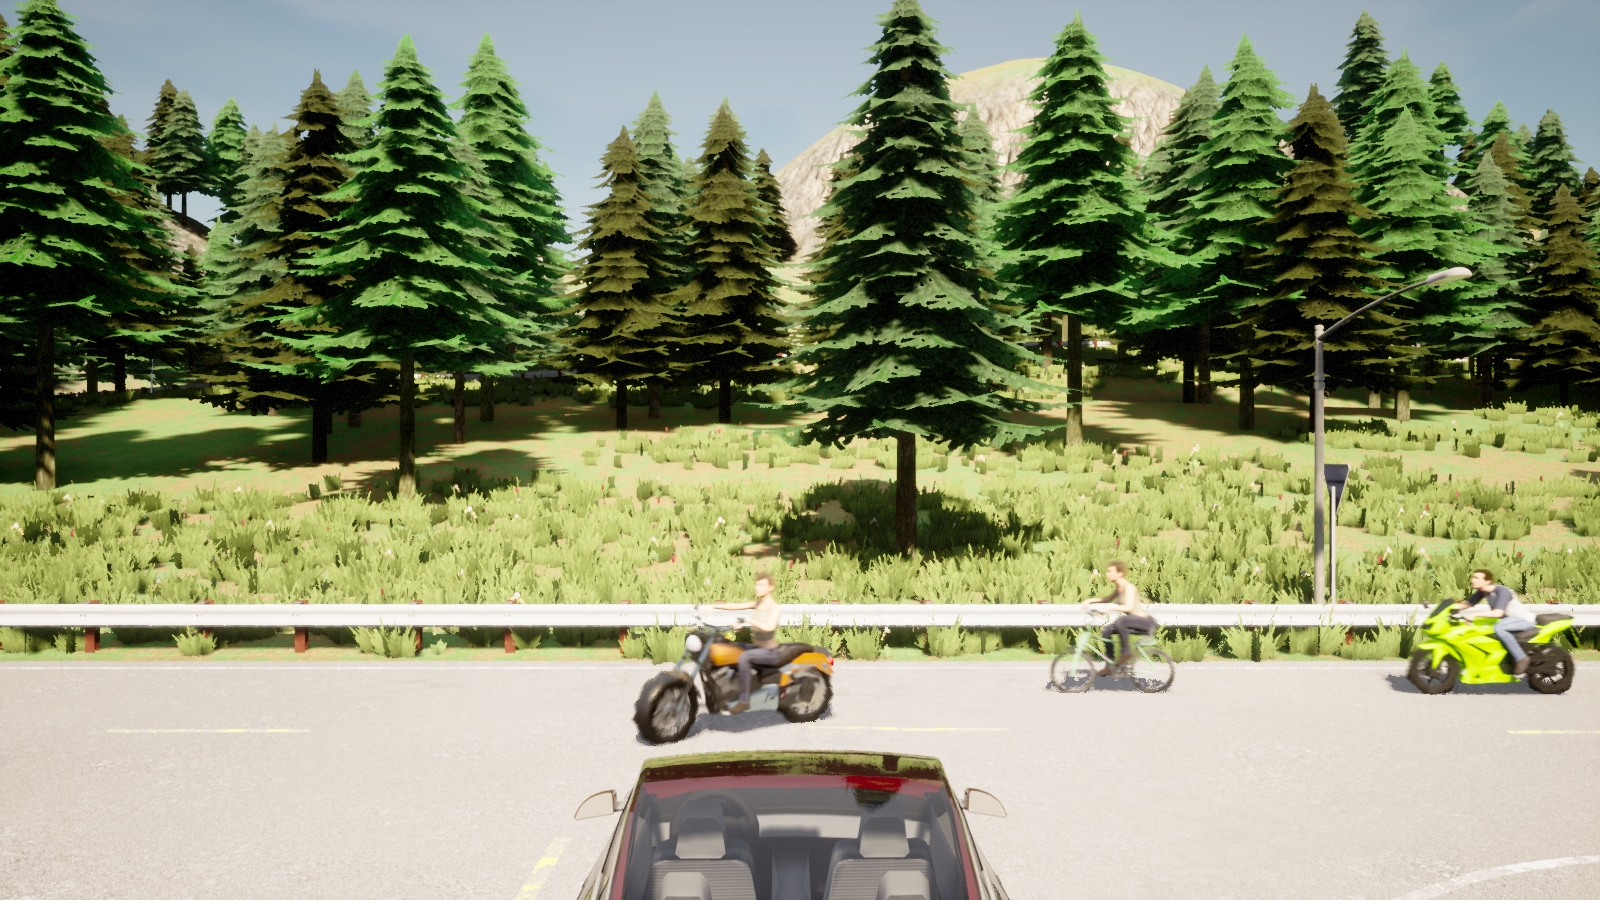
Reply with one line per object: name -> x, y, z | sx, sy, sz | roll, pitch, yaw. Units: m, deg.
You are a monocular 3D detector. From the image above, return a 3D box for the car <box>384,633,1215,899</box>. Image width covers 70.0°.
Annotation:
car -> -0.034, 1.936, 5.154 | 2.163, 1.488, 4.792 | 0, -1, -1

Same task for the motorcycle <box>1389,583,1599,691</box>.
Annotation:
motorcycle -> 8.263, 2.212, 13.643 | 2.033, 1.145, 0.803 | 0, 0, 0
